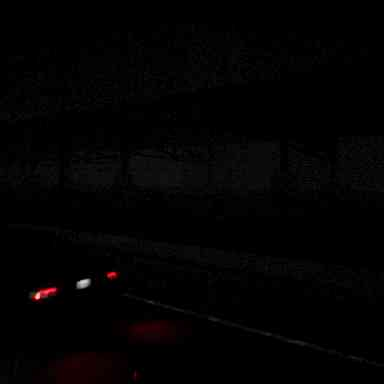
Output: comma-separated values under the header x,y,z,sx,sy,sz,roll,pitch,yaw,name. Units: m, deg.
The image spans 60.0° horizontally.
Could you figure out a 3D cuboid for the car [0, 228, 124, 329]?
x,y,z,sx,sy,sz,roll,pitch,yaw,name
-3.770,1.458,6.685,5.357,1.411,2.033,1,1,35,car
